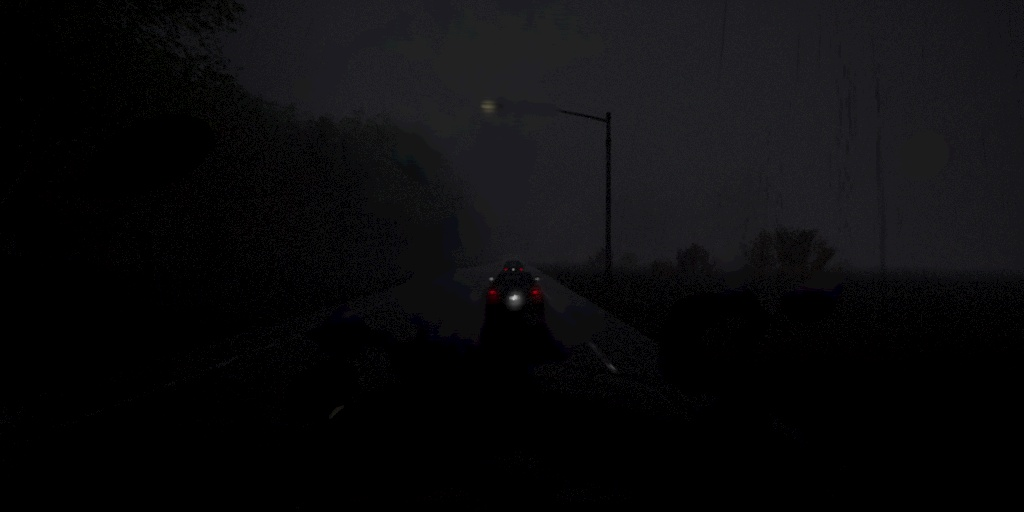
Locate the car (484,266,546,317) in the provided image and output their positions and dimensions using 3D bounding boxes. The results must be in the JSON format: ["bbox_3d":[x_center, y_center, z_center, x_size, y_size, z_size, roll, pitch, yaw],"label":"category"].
[{"bbox_3d":[0.102,1.234,12.712,1.994,1.385,4.181,0,0,0],"label":"car"}]

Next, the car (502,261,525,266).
[{"bbox_3d":[0.114,1.088,30.582,2.033,1.411,5.357,0,0,0],"label":"car"}]
